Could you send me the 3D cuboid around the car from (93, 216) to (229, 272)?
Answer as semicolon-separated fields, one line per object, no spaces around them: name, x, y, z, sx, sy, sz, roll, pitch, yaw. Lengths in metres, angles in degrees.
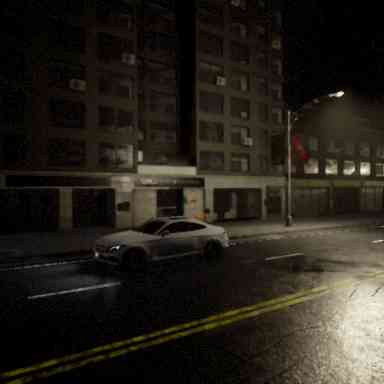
car;-0.858;1.561;11.021;4.674;1.442;1.812;1;0;-35
